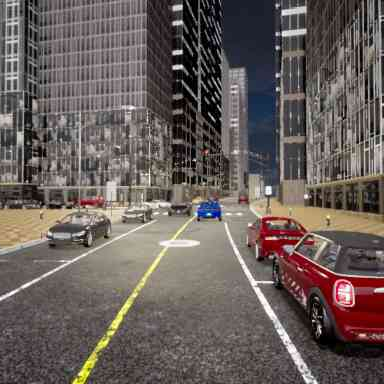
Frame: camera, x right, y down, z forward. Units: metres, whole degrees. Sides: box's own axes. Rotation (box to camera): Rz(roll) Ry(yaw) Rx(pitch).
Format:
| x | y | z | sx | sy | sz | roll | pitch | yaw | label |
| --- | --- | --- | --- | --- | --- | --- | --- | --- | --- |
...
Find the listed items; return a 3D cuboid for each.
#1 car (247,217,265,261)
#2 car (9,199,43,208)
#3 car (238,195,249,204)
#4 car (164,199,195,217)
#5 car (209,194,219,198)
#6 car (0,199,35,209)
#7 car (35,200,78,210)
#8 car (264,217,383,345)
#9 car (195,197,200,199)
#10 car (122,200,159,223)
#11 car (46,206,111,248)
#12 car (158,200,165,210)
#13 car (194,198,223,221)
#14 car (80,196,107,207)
| x | y | z | sx | sy | sz | roll | pitch | yaw | label |
| --- | --- | --- | --- | --- | --- | --- | --- | --- | --- |
| 3.006 | 1.547 | 11.979 | 1.887 | 1.381 | 4.507 | 1 | 0 | 3 | car |
| -26.036 | 1.833 | 52.189 | 4.403 | 1.369 | 2.008 | 0 | -1 | 13 | car |
| 10.076 | 1.410 | 65.095 | 2.192 | 1.841 | 5.009 | 1 | 0 | 13 | car |
| -1.009 | 1.591 | 31.469 | 1.994 | 1.385 | 4.181 | 0 | 0 | 6 | car |
| 5.153 | 1.490 | 78.779 | 2.192 | 1.841 | 5.009 | 1 | 0 | 14 | car |
| -22.401 | 1.653 | 43.229 | 4.403 | 1.369 | 2.008 | 0 | -1 | 13 | car |
| -16.960 | 1.637 | 41.939 | 4.313 | 1.339 | 1.947 | 0 | -1 | 13 | car |
| 2.814 | 1.441 | 6.340 | 1.967 | 1.590 | 4.097 | 1 | 0 | 2 | car |
| 1.159 | 1.640 | 62.540 | 1.752 | 1.417 | 4.829 | 1 | 0 | 12 | car |
| -4.130 | 1.573 | 25.678 | 2.008 | 1.369 | 4.403 | 1 | 0 | 5 | car |
| -4.881 | 1.561 | 14.887 | 2.008 | 1.369 | 4.403 | 1 | 0 | 3 | car |
| -4.787 | 1.694 | 43.743 | 4.718 | 1.301 | 1.895 | -1 | -1 | 31 | car |
| 1.478 | 1.494 | 27.147 | 1.882 | 1.535 | 5.008 | 0 | 0 | 5 | car |
| -15.149 | 1.534 | 49.612 | 5.009 | 1.841 | 2.192 | 0 | -1 | 13 | car |
